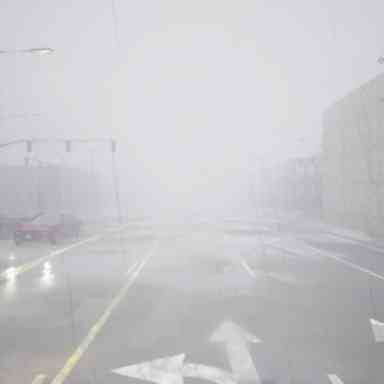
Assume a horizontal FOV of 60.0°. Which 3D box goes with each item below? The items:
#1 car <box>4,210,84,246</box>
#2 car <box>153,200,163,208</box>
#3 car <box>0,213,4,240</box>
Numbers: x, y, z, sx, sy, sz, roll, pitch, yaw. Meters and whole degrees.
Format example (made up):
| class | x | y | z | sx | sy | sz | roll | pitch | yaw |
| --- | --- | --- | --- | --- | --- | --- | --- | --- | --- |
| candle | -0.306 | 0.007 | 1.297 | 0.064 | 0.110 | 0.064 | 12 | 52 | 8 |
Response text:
| class | x | y | z | sx | sy | sz | roll | pitch | yaw |
| --- | --- | --- | --- | --- | --- | --- | --- | --- | --- |
| car | -7.055 | 1.715 | 16.869 | 1.882 | 1.535 | 5.008 | 0 | -1 | 0 |
| car | -6.997 | 2.470 | 69.255 | 1.837 | 1.490 | 4.892 | 0 | -1 | 0 |
| car | -10.540 | 1.864 | 18.705 | 1.895 | 1.301 | 4.718 | 0 | -1 | 0 |
